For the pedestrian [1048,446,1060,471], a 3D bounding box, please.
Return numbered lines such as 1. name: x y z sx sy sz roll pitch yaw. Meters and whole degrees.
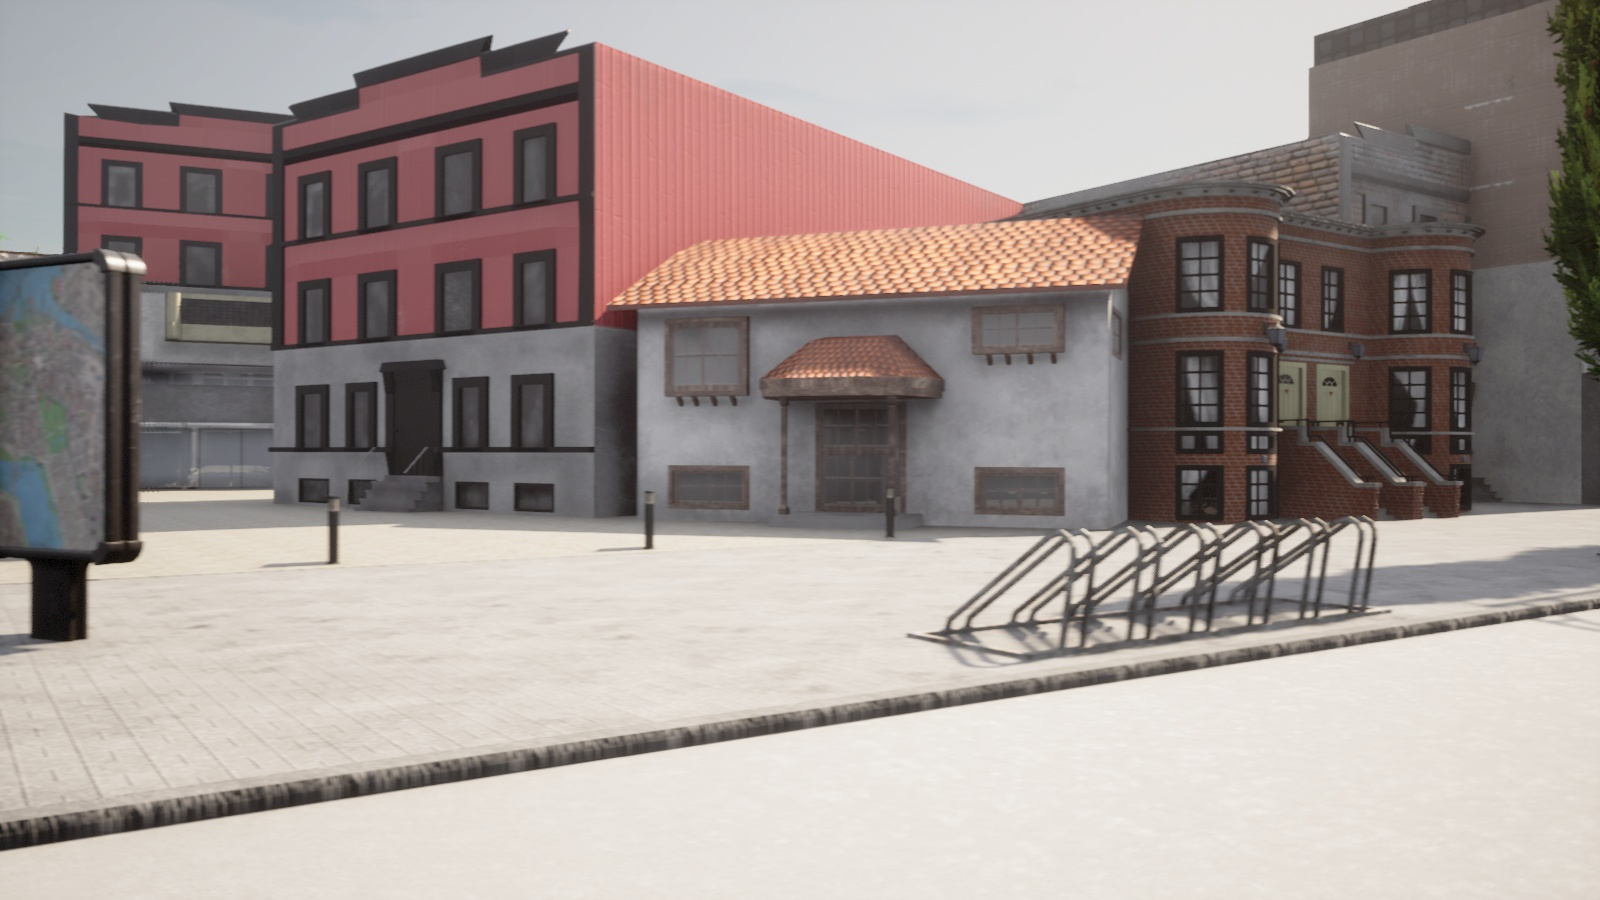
1. pedestrian: 18.632 0.641 92.112 0.431 1.840 0.703 0 0 -36
